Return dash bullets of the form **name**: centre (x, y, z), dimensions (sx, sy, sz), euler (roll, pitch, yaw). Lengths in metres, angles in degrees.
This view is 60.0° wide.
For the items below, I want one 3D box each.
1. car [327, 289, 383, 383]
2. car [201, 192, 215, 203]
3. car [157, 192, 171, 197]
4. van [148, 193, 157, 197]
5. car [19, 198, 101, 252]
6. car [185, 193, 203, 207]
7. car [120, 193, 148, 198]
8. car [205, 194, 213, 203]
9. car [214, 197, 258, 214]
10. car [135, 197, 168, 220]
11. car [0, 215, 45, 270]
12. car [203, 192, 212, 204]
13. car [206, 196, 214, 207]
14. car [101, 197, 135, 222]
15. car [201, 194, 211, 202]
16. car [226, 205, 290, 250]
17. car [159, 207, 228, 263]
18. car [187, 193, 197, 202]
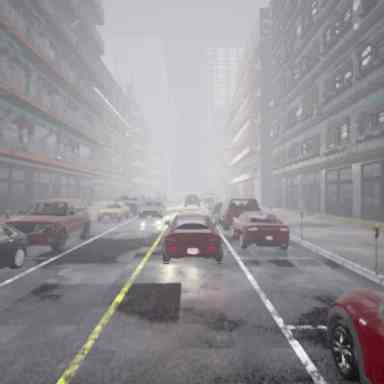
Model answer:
- **car**: centre (2.705, 1.422, 2.709), dimensions (1.967, 1.590, 4.097), euler (1, 0, 0)
- **car**: centre (2.669, 0.914, 58.112), dimensions (2.192, 1.841, 5.009), euler (1, 0, 0)
- **car**: centre (-5.716, 0.874, 63.594), dimensions (2.192, 1.841, 5.009), euler (1, 0, 0)
- **van**: centre (-5.701, 1.056, 41.433), dimensions (1.690, 1.788, 3.998), euler (1, 0, 0)
- **car**: centre (-5.681, 1.221, 13.731), dimensions (2.192, 1.841, 5.009), euler (1, 0, 0)
- **car**: centre (0.069, 1.038, 45.581), dimensions (2.097, 1.767, 4.553), euler (0, 0, 0)
- **car**: centre (-5.693, 1.107, 30.352), dimensions (2.192, 1.841, 5.009), euler (1, 0, 0)
- **car**: centre (2.680, 1.278, 36.122), dimensions (1.752, 1.417, 4.829), euler (1, 0, 0)
- **car**: centre (2.695, 1.183, 19.329), dimensions (2.192, 1.841, 5.009), euler (1, 0, 0)
- **car**: centre (-3.057, 1.364, 26.768), dimensions (2.033, 1.411, 5.357), euler (0, 0, 0)
- **car**: centre (-5.682, 1.495, 8.192), dimensions (2.008, 1.369, 4.403), euler (1, 0, 0)
- **car**: centre (2.668, 1.183, 52.573), dimensions (1.887, 1.381, 4.507), euler (1, 0, 0)
- **car**: centre (2.683, 1.343, 30.412), dimensions (2.008, 1.369, 4.403), euler (1, 0, 0)
- **car**: centre (-5.693, 1.356, 24.643), dimensions (1.752, 1.417, 4.829), euler (1, 0, 0)
- **car**: centre (2.660, 1.142, 63.654), dimensions (1.802, 1.307, 4.206), euler (1, 0, 0)
- **car**: centre (2.695, 1.451, 13.792), dimensions (1.887, 1.381, 4.507), euler (1, 0, 0)
- **car**: centre (0.012, 1.447, 11.500), dimensions (1.812, 1.442, 4.674), euler (0, 0, 0)
- **car**: centre (0.052, 1.029, 64.718), dimensions (1.882, 1.535, 5.008), euler (0, 1, 0)
